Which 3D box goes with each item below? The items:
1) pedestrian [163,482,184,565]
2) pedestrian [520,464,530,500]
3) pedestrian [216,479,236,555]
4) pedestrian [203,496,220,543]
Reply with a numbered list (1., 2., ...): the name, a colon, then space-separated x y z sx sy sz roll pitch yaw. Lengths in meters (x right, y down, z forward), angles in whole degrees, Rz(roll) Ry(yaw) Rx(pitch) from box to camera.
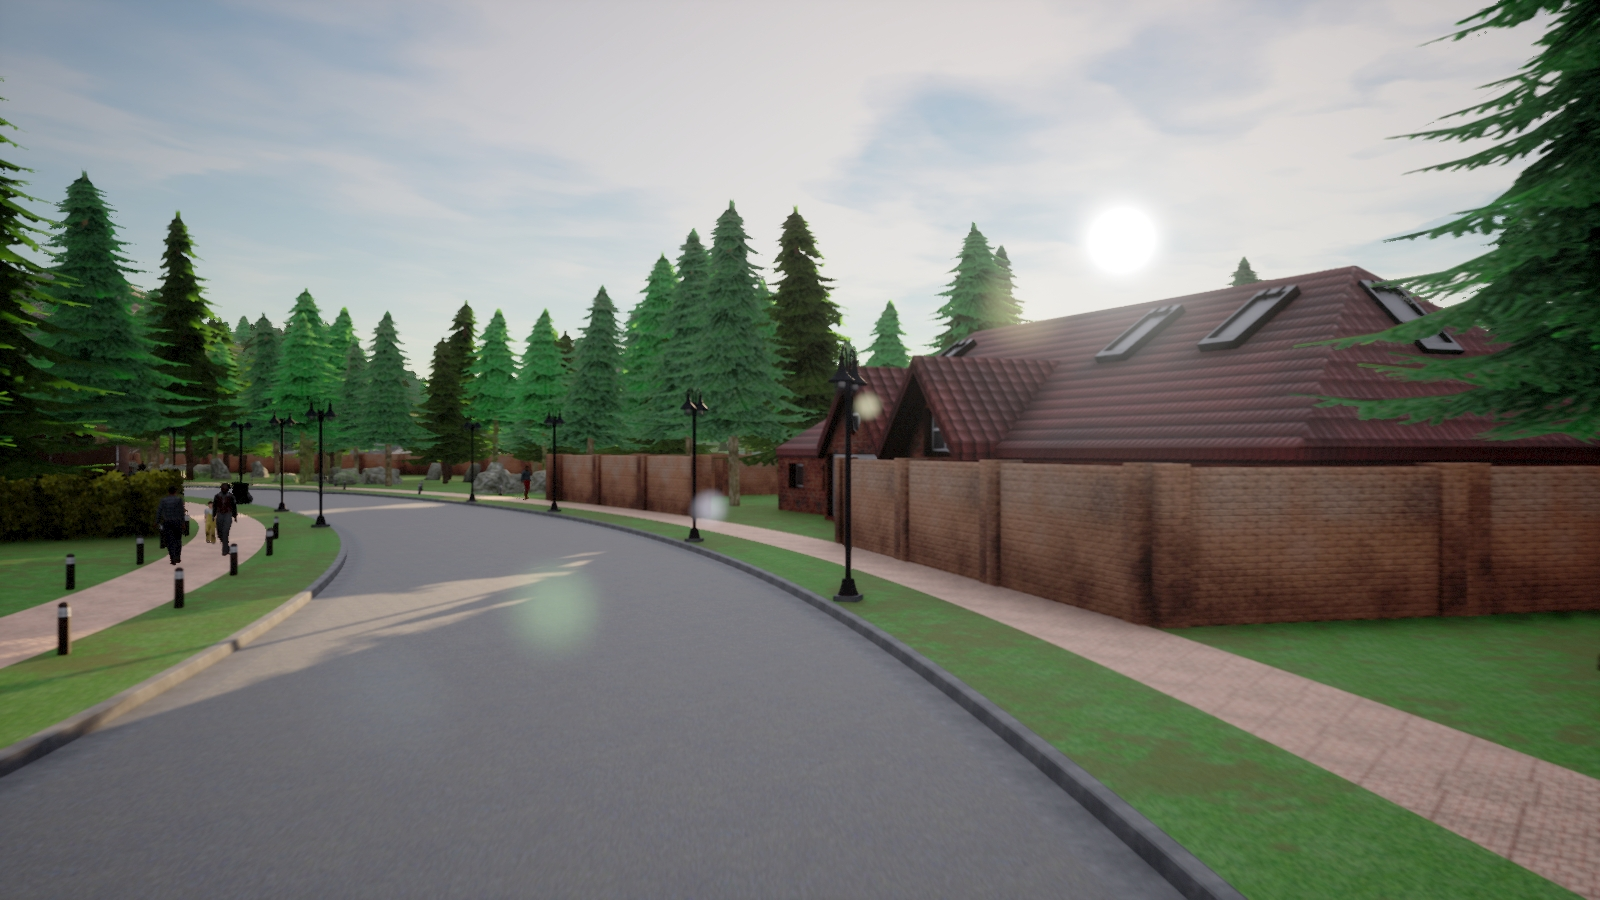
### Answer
1. pedestrian: -14.243 1.665 25.971 0.375 1.860 0.375 0 0 -22
2. pedestrian: -14.286 1.670 59.350 0.375 1.860 0.375 0 0 42
3. pedestrian: -14.356 1.666 28.582 0.375 1.860 0.375 0 0 -11
4. pedestrian: -16.520 1.946 32.070 0.375 1.300 0.375 0 0 -19
